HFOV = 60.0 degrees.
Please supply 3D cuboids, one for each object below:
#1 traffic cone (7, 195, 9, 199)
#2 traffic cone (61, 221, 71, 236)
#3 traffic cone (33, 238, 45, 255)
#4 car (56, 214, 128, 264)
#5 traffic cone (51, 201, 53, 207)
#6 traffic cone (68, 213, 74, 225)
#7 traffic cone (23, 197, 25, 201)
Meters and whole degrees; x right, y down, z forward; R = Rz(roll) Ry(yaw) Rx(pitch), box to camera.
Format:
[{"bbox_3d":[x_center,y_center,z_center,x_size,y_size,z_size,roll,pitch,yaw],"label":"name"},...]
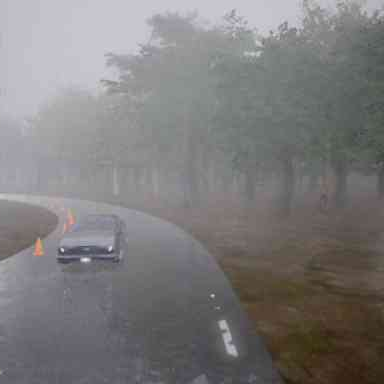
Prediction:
[{"bbox_3d":[-24.255,0.601,43.785,0.340,0.580,0.340,3,3,36],"label":"traffic cone"},{"bbox_3d":[-6.425,1.895,16.793,0.340,0.580,0.340,0,1,-13],"label":"traffic cone"},{"bbox_3d":[-5.592,1.963,12.146,0.340,0.580,0.340,0,1,-7],"label":"traffic cone"},{"bbox_3d":[-3.369,1.547,12.231,2.033,1.411,5.357,0,1,-7],"label":"car"},{"bbox_3d":[-14.260,1.242,33.825,0.340,0.580,0.340,-2,4,-36],"label":"traffic cone"},{"bbox_3d":[-7.723,1.787,21.330,0.340,0.580,0.340,-1,2,-19],"label":"traffic cone"},{"bbox_3d":[-20.591,0.801,40.809,0.340,0.580,0.340,3,4,42],"label":"traffic cone"}]
